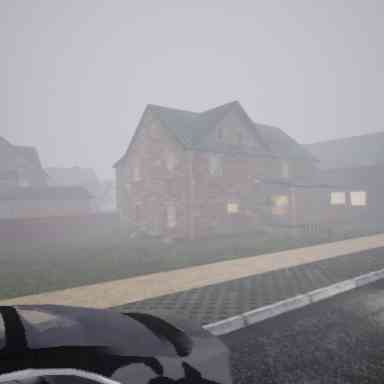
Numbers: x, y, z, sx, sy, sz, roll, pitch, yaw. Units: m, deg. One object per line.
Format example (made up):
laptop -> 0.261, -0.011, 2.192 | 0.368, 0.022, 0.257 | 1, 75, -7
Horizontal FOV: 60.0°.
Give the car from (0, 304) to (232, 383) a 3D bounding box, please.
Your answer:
car -> -1.911, 1.592, 1.760 | 4.902, 1.511, 2.128 | 0, -2, -34
